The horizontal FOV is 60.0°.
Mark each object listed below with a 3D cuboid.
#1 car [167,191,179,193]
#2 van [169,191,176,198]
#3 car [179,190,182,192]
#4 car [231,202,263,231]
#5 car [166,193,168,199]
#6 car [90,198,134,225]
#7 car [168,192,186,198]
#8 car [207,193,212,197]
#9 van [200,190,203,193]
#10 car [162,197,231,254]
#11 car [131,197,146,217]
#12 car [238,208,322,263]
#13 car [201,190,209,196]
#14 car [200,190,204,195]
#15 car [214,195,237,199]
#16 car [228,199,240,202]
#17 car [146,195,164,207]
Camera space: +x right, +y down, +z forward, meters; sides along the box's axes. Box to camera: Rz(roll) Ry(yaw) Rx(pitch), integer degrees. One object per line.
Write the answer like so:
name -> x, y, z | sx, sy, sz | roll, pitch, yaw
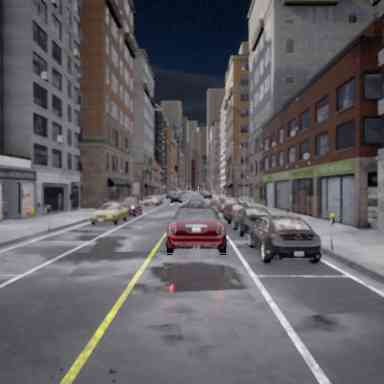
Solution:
car -> -4.860, 0.670, 76.887 | 2.192, 1.841, 5.009 | 0, 0, 1
van -> -4.802, 0.652, 82.388 | 1.690, 1.788, 3.998 | 0, 0, 1
car -> -4.686, 0.664, 93.390 | 1.967, 1.590, 4.097 | 0, 0, 1
car -> 3.035, 1.405, 16.876 | 2.008, 1.369, 4.403 | 0, 0, 1
car -> -5.141, 1.121, 50.117 | 2.008, 1.369, 4.403 | 0, 0, 1
car -> -5.434, 1.331, 22.321 | 1.752, 1.417, 4.829 | 0, 0, 1
car -> -2.459, 1.093, 53.217 | 2.033, 1.411, 5.357 | 0, 0, 1
car -> 3.328, 1.142, 44.672 | 1.752, 1.417, 4.829 | 0, 0, 1
van -> 3.839, 0.567, 93.300 | 1.690, 1.788, 3.998 | 0, 0, 1
car -> 0.183, 1.239, 13.054 | 2.097, 1.767, 4.553 | 0, 0, 1
car -> -5.374, 1.197, 28.016 | 1.967, 1.590, 4.097 | 0, 0, 1
car -> 2.977, 1.453, 11.351 | 2.008, 1.369, 4.403 | 0, 0, 1
car -> 3.666, 0.901, 76.798 | 1.887, 1.381, 4.507 | 0, 0, 1
car -> 3.724, 0.879, 82.299 | 1.947, 1.339, 4.313 | 0, 0, 1
car -> 3.151, 1.199, 27.925 | 1.967, 1.590, 4.097 | 0, 0, 1
car -> 3.093, 1.388, 22.401 | 1.802, 1.307, 4.206 | 0, 0, 1
car -> -5.201, 1.143, 44.422 | 1.752, 1.417, 4.829 | 0, 0, 1
